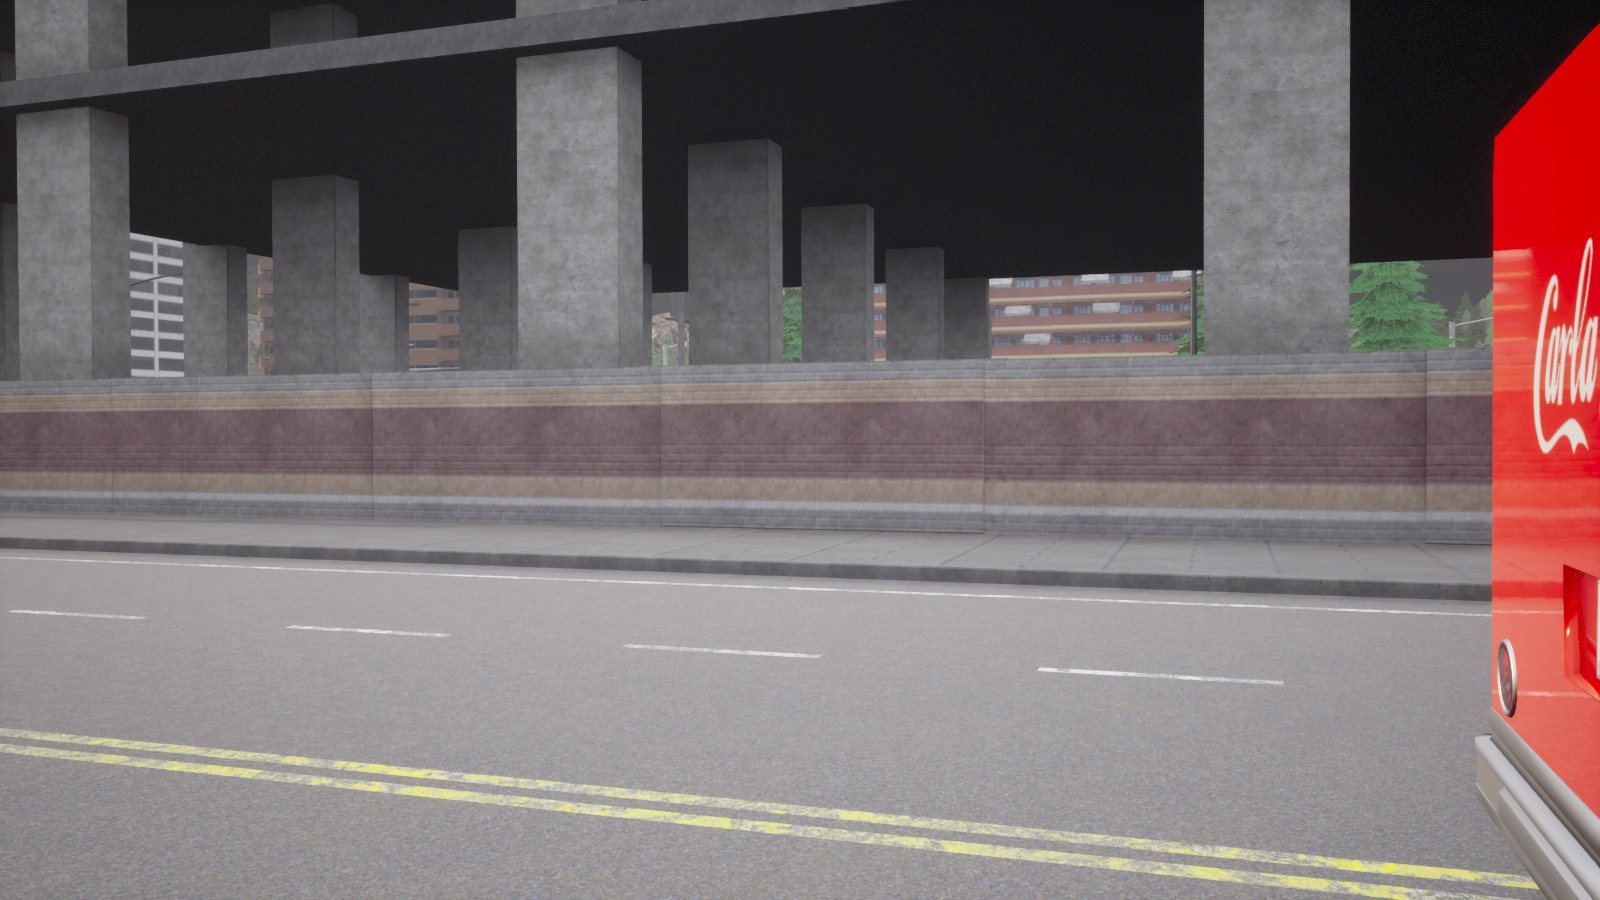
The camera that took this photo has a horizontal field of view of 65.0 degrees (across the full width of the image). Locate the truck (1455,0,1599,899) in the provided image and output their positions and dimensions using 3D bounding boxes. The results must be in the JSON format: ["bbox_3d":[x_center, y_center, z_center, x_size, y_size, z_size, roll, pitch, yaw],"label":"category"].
[{"bbox_3d":[4.085,0.326,1.809,5.204,2.467,2.627,1,1,19],"label":"truck"}]
